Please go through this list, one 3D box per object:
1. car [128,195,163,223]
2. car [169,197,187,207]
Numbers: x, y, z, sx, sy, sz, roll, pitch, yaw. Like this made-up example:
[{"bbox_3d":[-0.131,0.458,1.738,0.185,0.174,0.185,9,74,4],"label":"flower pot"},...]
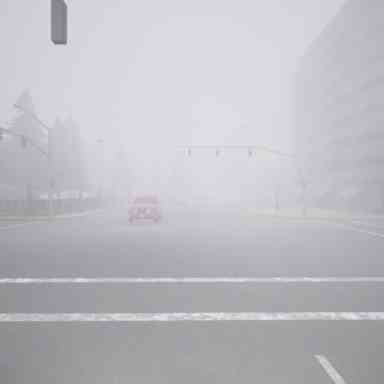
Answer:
[{"bbox_3d":[-3.531,1.272,26.072,2.150,2.045,5.566,0,0,0],"label":"car"},{"bbox_3d":[-2.003,1.532,50.610,1.812,1.442,4.674,0,0,15],"label":"car"}]
